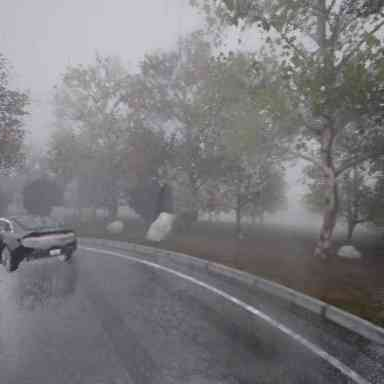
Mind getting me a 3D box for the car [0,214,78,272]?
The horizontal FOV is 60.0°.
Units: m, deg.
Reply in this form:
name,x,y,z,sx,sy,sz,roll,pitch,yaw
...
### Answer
name,x,y,z,sx,sy,sz,roll,pitch,yaw
car,-5.644,1.492,10.939,4.902,1.511,2.128,0,1,42
